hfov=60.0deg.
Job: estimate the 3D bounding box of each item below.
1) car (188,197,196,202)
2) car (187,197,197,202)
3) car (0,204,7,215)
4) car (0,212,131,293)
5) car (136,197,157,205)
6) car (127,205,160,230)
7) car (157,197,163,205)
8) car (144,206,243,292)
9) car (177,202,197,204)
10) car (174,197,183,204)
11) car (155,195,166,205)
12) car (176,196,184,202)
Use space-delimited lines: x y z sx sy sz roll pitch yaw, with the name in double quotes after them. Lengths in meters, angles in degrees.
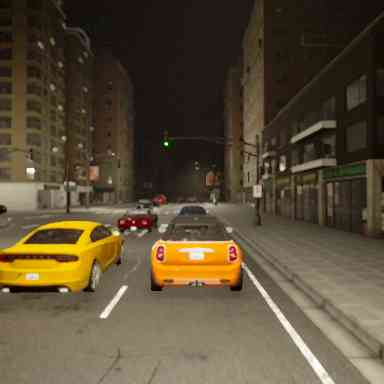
0.004 1.984 87.891 2.033 1.411 5.357 0 0 0 "car"
0.004 1.843 77.857 2.097 1.767 4.553 0 0 0 "car"
-22.147 1.800 35.649 4.313 1.339 1.947 0 -1 0 "car"
-3.147 1.531 9.035 1.882 1.535 5.008 0 0 0 "car"
-6.593 1.775 46.479 2.128 1.511 4.902 0 0 0 "car"
-3.192 1.722 20.551 1.895 1.301 4.718 0 0 0 "car"
-6.571 1.950 56.675 1.895 1.301 4.718 0 0 1 "car"
0.101 1.407 9.280 2.097 1.767 4.553 0 0 0 "car"
0.063 1.602 21.097 1.882 1.535 5.008 0 0 0 "car"
-3.246 1.985 77.470 1.837 1.490 4.892 0 0 0 "car"
-6.496 1.640 67.273 2.150 2.045 5.566 0 0 0 "car"
-3.246 1.922 87.892 1.882 1.535 5.008 0 0 0 "car"
